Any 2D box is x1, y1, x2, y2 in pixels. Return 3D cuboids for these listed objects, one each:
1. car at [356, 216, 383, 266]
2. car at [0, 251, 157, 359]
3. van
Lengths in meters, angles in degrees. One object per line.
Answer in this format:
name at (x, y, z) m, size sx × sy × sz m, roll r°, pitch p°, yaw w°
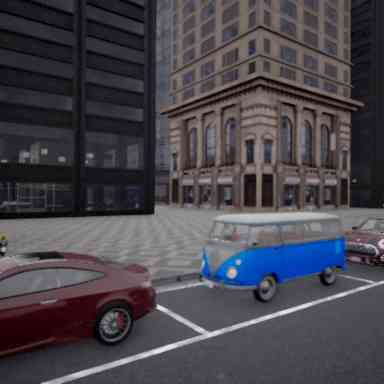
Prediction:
car at (6.658, 1.563, 11.400) m, size 4.097 × 1.590 × 1.967 m, roll 1°, pitch -1°, yaw -35°
car at (-2.527, 1.589, 4.848) m, size 4.206 × 1.307 × 1.802 m, roll 1°, pitch -1°, yaw -35°
van at (2.067, 1.406, 8.126) m, size 3.998 × 1.788 × 1.690 m, roll 1°, pitch -1°, yaw -35°
